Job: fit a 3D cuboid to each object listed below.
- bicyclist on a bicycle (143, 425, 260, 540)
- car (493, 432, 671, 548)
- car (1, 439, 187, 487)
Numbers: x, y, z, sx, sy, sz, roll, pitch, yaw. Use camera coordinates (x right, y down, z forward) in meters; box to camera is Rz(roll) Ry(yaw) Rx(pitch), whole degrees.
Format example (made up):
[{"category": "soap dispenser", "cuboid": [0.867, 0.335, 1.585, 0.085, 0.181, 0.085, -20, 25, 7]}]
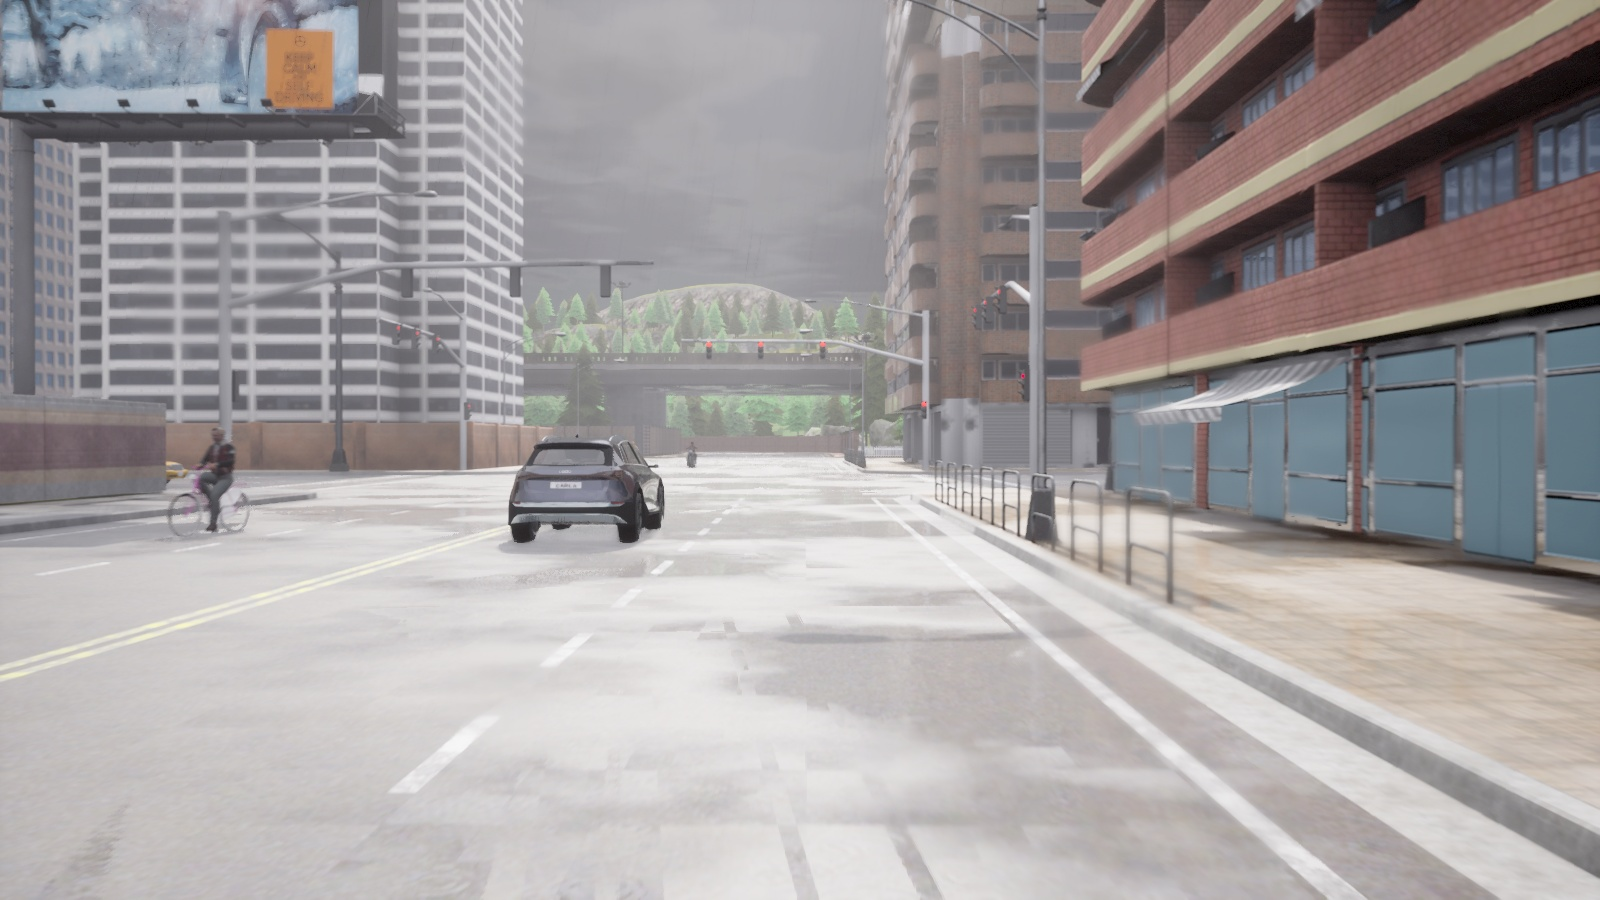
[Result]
[{"category": "bicyclist on a bicycle", "cuboid": [-9.610, 0.495, 20.243, 0.659, 1.776, 1.843, 0, 0, 15]}, {"category": "car", "cuboid": [-3.370, 0.559, 20.418, 2.033, 1.649, 4.856, 0, 0, 0]}, {"category": "car", "cuboid": [-23.989, 0.425, 42.784, 5.366, 1.575, 1.801, 0, 0, 1]}]
